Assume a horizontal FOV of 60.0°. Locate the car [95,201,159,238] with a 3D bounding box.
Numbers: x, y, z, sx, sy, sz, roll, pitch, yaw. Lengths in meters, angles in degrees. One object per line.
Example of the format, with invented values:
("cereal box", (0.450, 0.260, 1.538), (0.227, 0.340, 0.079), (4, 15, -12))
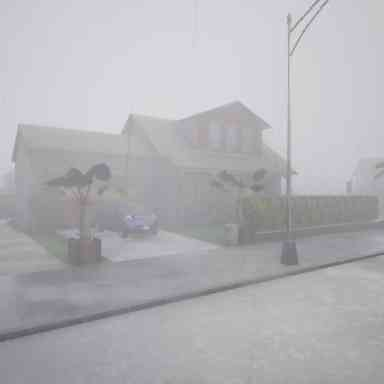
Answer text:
("car", (-3.022, 1.174, 15.291), (1.845, 1.501, 3.633), (0, 0, -38))
